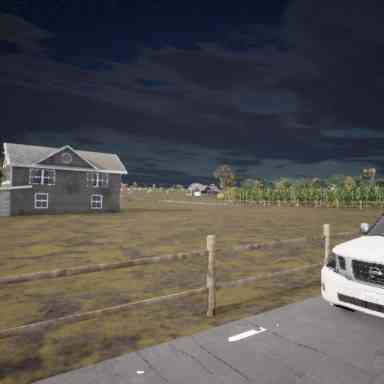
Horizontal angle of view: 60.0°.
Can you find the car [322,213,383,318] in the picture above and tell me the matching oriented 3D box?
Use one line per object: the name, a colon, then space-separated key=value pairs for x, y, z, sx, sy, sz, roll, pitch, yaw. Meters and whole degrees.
car: x=4.949 y=1.222 z=6.600 sx=5.566 sy=2.045 sz=2.150 roll=0 pitch=0 yaw=-35
